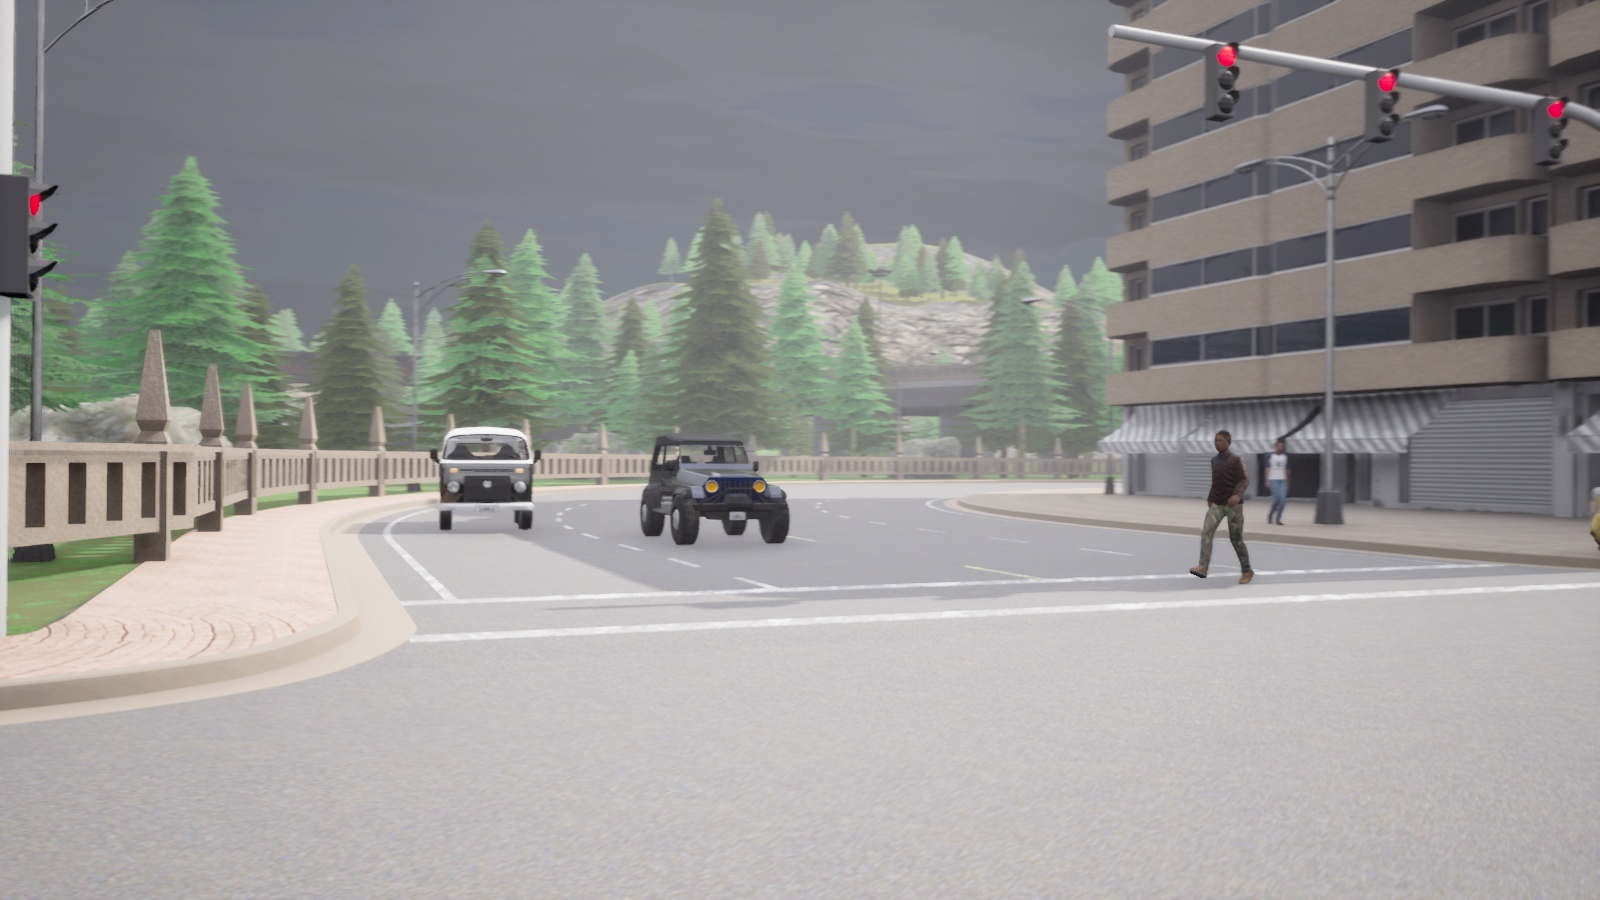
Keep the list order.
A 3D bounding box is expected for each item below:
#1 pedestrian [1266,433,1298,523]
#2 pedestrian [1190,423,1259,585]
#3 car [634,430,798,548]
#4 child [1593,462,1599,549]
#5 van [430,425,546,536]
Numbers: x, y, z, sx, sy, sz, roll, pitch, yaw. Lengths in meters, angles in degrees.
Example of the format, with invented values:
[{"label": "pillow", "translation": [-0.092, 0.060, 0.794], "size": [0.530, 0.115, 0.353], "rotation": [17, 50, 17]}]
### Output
[{"label": "pedestrian", "translation": [9.940, 0.566, 25.929], "size": [0.354, 1.836, 0.706], "rotation": [0, 0, -4]}, {"label": "pedestrian", "translation": [4.963, 0.617, 14.687], "size": [0.703, 1.840, 0.431], "rotation": [0, 0, -34]}, {"label": "car", "translation": [-1.579, 0.640, 22.209], "size": [1.905, 1.878, 3.866], "rotation": [0, 0, -20]}, {"label": "child", "translation": [11.810, 0.804, 18.289], "size": [0.437, 1.263, 0.270], "rotation": [0, 0, -30]}, {"label": "van", "translation": [-6.330, 0.569, 25.343], "size": [2.069, 2.038, 4.480], "rotation": [0, 0, -15]}]
